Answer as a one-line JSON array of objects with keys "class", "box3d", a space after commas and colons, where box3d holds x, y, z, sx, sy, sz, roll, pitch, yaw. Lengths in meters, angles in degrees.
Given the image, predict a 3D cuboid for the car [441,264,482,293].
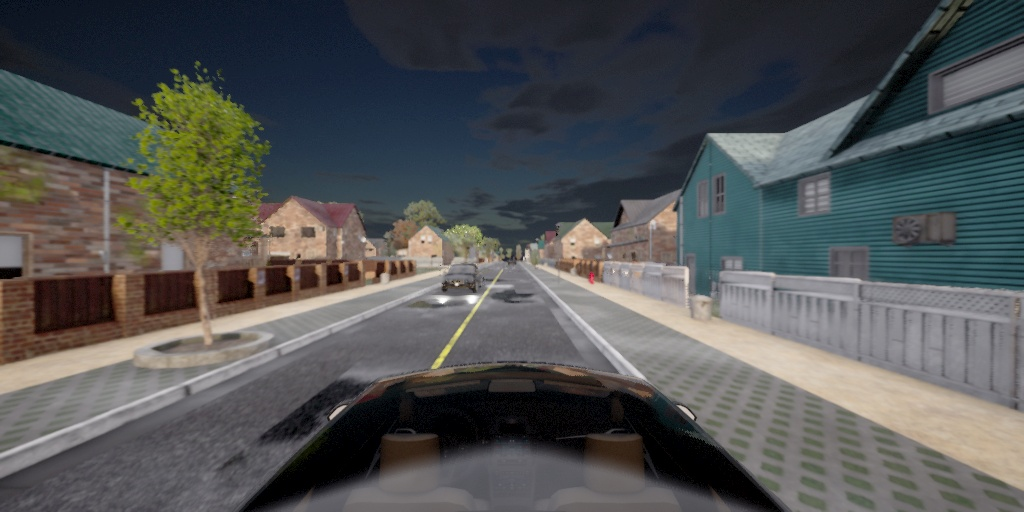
[{"class": "car", "box3d": [-2.758, 1.200, 20.481, 1.837, 1.490, 4.892, 0, 0, 1]}]
